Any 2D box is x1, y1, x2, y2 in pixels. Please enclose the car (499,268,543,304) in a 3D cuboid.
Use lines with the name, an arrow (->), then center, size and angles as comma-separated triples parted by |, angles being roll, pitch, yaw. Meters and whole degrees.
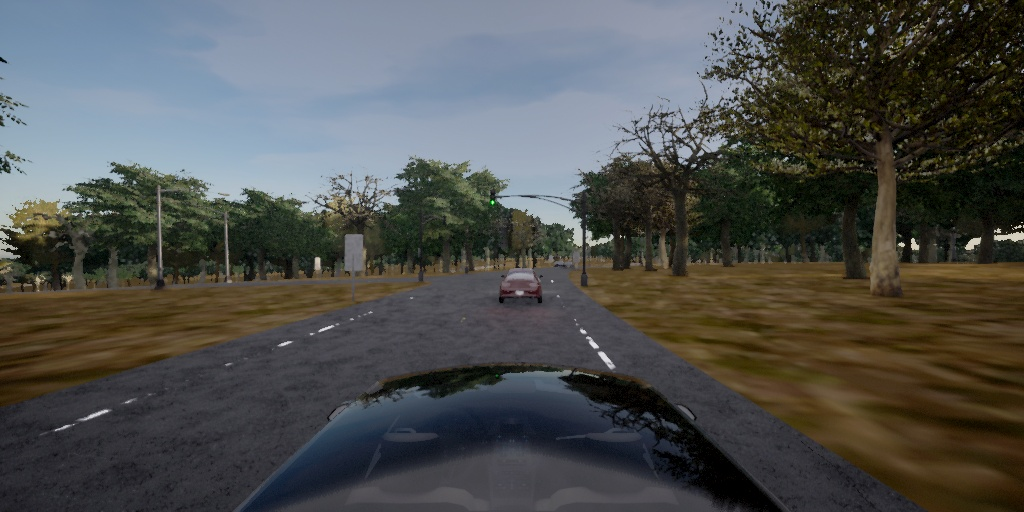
car -> 0.443, 1.285, 16.388 | 1.812, 1.442, 4.674 | 0, 0, 3
